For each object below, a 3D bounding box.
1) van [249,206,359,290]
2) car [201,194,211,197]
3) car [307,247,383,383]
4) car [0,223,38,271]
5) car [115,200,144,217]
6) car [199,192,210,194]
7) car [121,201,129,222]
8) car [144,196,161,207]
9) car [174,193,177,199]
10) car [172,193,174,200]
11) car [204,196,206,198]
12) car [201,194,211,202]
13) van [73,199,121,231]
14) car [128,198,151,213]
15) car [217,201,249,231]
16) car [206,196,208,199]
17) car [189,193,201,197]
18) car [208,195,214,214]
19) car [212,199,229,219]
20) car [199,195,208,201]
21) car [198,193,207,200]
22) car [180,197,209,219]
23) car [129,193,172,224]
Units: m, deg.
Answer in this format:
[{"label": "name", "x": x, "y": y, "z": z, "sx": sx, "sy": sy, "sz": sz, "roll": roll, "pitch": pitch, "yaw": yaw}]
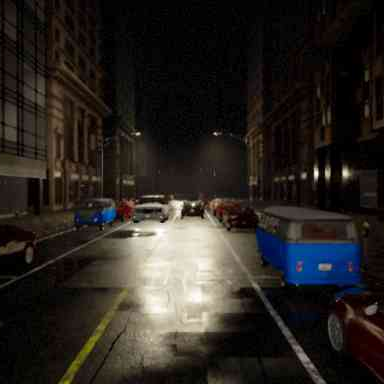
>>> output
[{"label": "van", "x": 2.770, "y": 1.321, "z": 8.769, "sx": 1.690, "sy": 1.788, "sz": 3.998, "roll": 0, "pitch": 0, "yaw": 0}, {"label": "car", "x": 2.830, "y": 1.427, "z": 53.584, "sx": 1.887, "sy": 1.381, "sz": 4.507, "roll": 0, "pitch": 0, "yaw": 0}, {"label": "car", "x": 2.763, "y": 1.575, "z": 3.168, "sx": 1.802, "sy": 1.307, "sz": 4.206, "roll": 0, "pitch": 0, "yaw": 0}, {"label": "car", "x": -5.755, "y": 1.526, "z": 8.771, "sx": 1.887, "sy": 1.381, "sz": 4.507, "roll": 0, "pitch": 0, "yaw": 0}, {"label": "car", "x": -5.725, "y": 1.477, "z": 31.179, "sx": 1.887, "sy": 1.381, "sz": 4.507, "roll": 0, "pitch": 0, "yaw": 0}, {"label": "car", "x": 2.844, "y": 1.174, "z": 64.787, "sx": 2.192, "sy": 1.841, "sz": 5.009, "roll": 0, "pitch": 0, "yaw": 0}, {"label": "car", "x": -5.732, "y": 1.489, "z": 25.578, "sx": 1.887, "sy": 1.381, "sz": 4.507, "roll": 0, "pitch": 0, "yaw": 0}, {"label": "car", "x": -5.703, "y": 1.336, "z": 47.986, "sx": 1.967, "sy": 1.590, "sz": 4.097, "roll": 0, "pitch": 0, "yaw": 0}, {"label": "car", "x": -5.651, "y": 1.366, "z": 87.201, "sx": 2.008, "sy": 1.369, "sz": 4.403, "roll": 0, "pitch": 0, "yaw": 0}, {"label": "car", "x": -5.666, "y": 1.382, "z": 75.997, "sx": 1.887, "sy": 1.381, "sz": 4.507, "roll": 0, "pitch": 0, "yaw": 0}, {"label": "car", "x": 2.815, "y": 1.489, "z": 42.381, "sx": 1.802, "sy": 1.307, "sz": 4.206, "roll": 0, "pitch": 0, "yaw": 0}, {"label": "car", "x": 2.851, "y": 1.288, "z": 70.389, "sx": 1.967, "sy": 1.590, "sz": 4.097, "roll": 0, "pitch": 0, "yaw": 0}, {"label": "van", "x": -5.741, "y": 1.297, "z": 19.975, "sx": 1.690, "sy": 1.788, "sz": 3.998, "roll": 0, "pitch": 0, "yaw": 0}, {"label": "car", "x": -5.718, "y": 1.445, "z": 36.612, "sx": 1.752, "sy": 1.417, "sz": 4.829, "roll": 0, "pitch": 0, "yaw": 0}, {"label": "car", "x": 2.785, "y": 1.500, "z": 19.973, "sx": 1.887, "sy": 1.381, "sz": 4.507, "roll": 0, "pitch": 0, "yaw": 0}, {"label": "car", "x": 2.808, "y": 1.444, "z": 36.949, "sx": 1.752, "sy": 1.417, "sz": 4.829, "roll": 0, "pitch": 0, "yaw": 0}, {"label": "car", "x": 0.079, "y": 1.398, "z": 58.291, "sx": 1.882, "sy": 1.535, "sz": 5.008, "roll": 0, "pitch": -1, "yaw": 0}, {"label": "car", "x": 2.800, "y": 1.371, "z": 31.177, "sx": 1.967, "sy": 1.590, "sz": 4.097, "roll": 0, "pitch": 0, "yaw": 0}, {"label": "car", "x": 2.793, "y": 1.488, "z": 25.575, "sx": 1.887, "sy": 1.381, "sz": 4.507, "roll": 0, "pitch": 0, "yaw": 0}, {"label": "car", "x": 2.867, "y": 1.376, "z": 81.593, "sx": 2.008, "sy": 1.369, "sz": 4.403, "roll": 0, "pitch": 0, "yaw": 0}, {"label": "car", "x": 2.880, "y": 1.118, "z": 92.796, "sx": 2.192, "sy": 1.841, "sz": 5.009, "roll": 0, "pitch": 0, "yaw": 0}, {"label": "car", "x": 0.044, "y": 1.488, "z": 28.415, "sx": 2.163, "sy": 1.488, "sz": 4.792, "roll": 0, "pitch": 0, "yaw": 0}, {"label": "car", "x": -2.968, "y": 1.256, "z": 25.000, "sx": 2.150, "sy": 2.045, "sz": 5.566, "roll": 0, "pitch": 0, "yaw": 0}]
